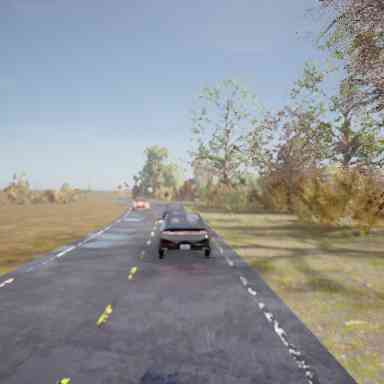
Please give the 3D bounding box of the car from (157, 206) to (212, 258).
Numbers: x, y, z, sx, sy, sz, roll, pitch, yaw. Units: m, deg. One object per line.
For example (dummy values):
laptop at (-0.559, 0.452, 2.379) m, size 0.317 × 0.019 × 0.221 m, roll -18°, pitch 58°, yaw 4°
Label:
car at (-0.328, 1.533, 12.996) m, size 2.128 × 1.511 × 4.902 m, roll 0°, pitch 0°, yaw -3°

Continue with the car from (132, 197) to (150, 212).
car at (-6.377, 1.473, 41.540) m, size 2.097 × 1.767 × 4.553 m, roll 0°, pitch 0°, yaw -9°

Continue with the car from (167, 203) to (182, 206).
car at (-1.535, 1.650, 28.726) m, size 1.994 × 1.385 × 4.181 m, roll 0°, pitch 0°, yaw -6°
